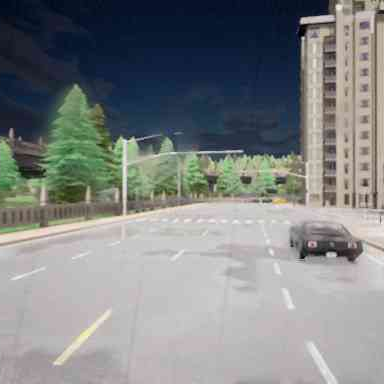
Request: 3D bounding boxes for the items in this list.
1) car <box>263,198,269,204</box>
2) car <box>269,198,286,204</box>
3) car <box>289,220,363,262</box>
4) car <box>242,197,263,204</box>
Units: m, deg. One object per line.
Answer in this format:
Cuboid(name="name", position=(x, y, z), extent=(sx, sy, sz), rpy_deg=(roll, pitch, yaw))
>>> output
Cuboid(name="car", position=(21.547, 2.507, 93.069), extent=(4.674, 1.442, 1.812), rpy_deg=(1, -1, -41))
Cuboid(name="car", position=(23.670, 2.437, 90.252), extent=(1.882, 1.535, 5.008), rpy_deg=(0, -1, 45))
Cuboid(name="car", position=(4.873, 1.745, 12.836), extent=(1.895, 1.301, 4.718), rpy_deg=(0, -1, 10))
Cuboid(name="car", position=(17.080, 2.495, 93.430), extent=(2.128, 1.511, 4.902), rpy_deg=(0, -1, 40))
